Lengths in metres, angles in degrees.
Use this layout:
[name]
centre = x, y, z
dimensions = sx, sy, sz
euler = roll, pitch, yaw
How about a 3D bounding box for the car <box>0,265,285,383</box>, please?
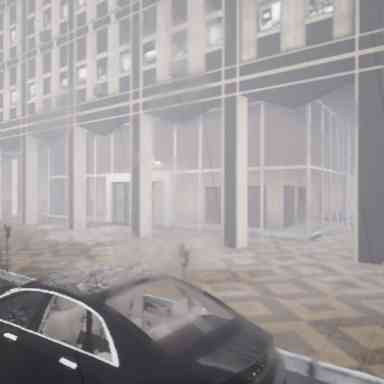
[car]
centre = -1.216, 1.540, 3.744
dimensions = 4.403, 1.369, 2.008
euler = 0, 0, 36
